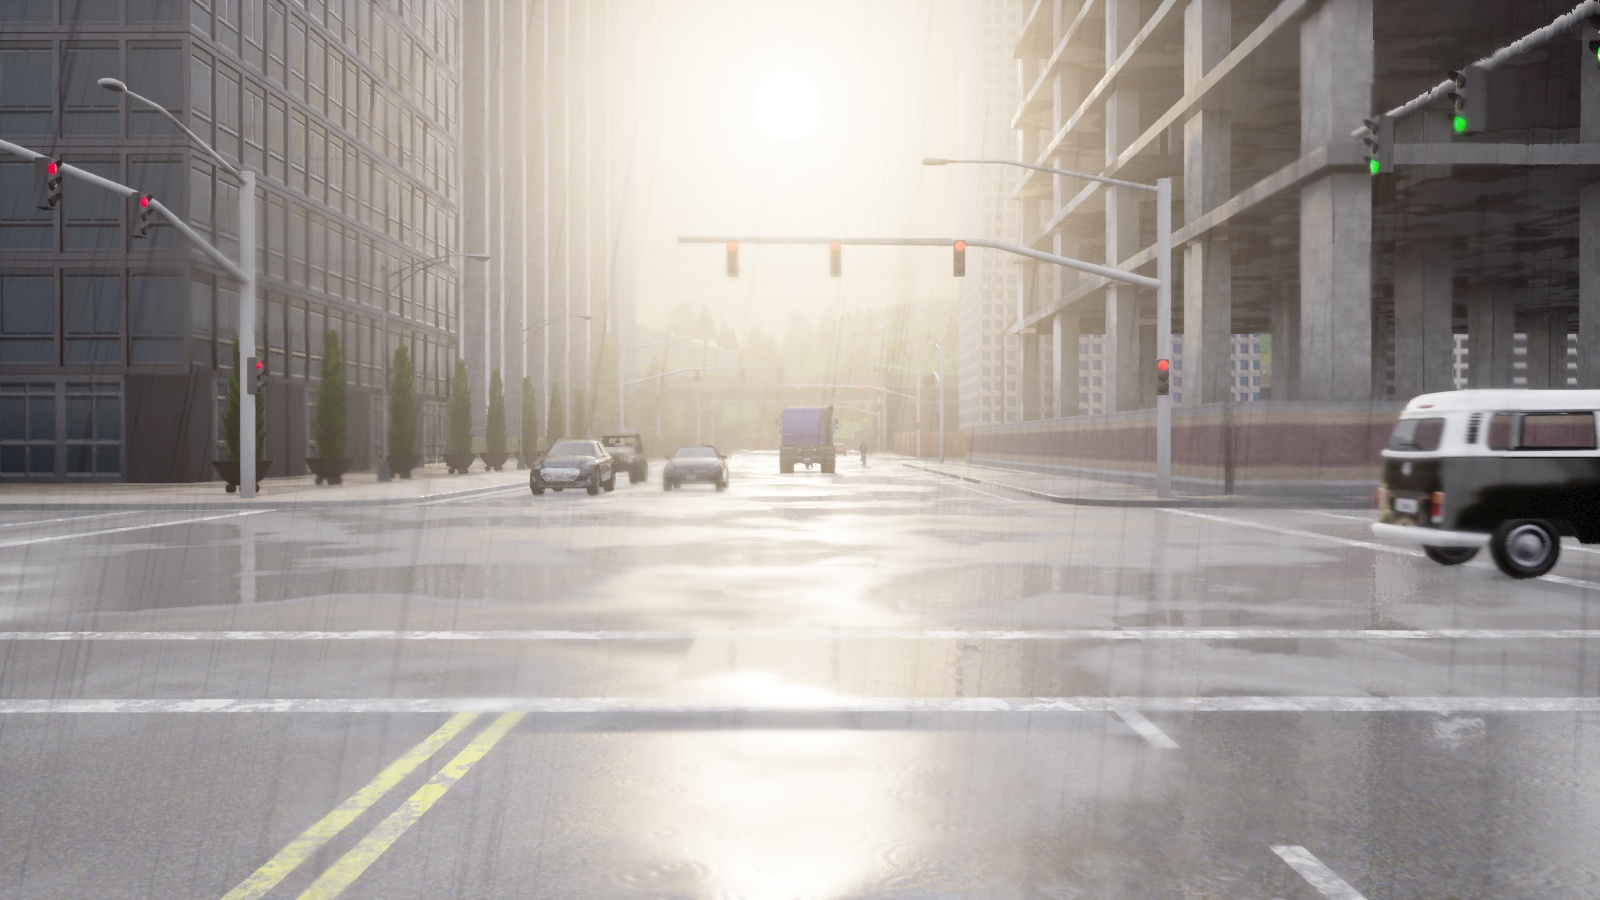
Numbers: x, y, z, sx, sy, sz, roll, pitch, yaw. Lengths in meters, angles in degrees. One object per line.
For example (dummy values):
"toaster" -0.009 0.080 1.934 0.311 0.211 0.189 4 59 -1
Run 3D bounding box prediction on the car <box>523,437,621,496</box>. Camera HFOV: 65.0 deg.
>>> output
"car" -6.774 0.457 37.851 2.033 1.649 4.856 0 0 0

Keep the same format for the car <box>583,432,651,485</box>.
"car" -6.726 0.274 46.513 1.905 1.878 3.866 0 0 0

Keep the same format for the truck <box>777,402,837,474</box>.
"truck" 0.376 -0.599 64.556 2.891 3.462 7.936 0 0 0

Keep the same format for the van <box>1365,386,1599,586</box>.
"van" 8.992 0.352 13.969 4.480 2.038 2.069 0 0 0

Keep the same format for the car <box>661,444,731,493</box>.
"car" -3.261 0.543 40.083 1.812 1.442 4.674 0 0 0
